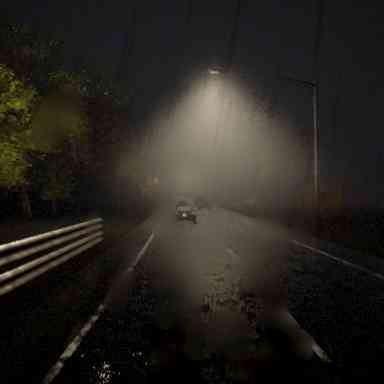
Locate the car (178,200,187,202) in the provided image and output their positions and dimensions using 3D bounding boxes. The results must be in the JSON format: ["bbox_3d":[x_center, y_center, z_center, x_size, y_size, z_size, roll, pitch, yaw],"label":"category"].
[{"bbox_3d":[-1.417,1.957,49.432,1.837,1.490,4.892,0,0,-2],"label":"car"}]

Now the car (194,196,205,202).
[{"bbox_3d":[1.571,1.784,61.065,2.150,2.045,5.566,0,0,-2],"label":"car"}]

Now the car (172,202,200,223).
[{"bbox_3d":[-0.667,1.828,28.361,1.994,1.385,4.181,0,-1,-2],"label":"car"}]

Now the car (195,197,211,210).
[{"bbox_3d":[1.929,1.980,51.032,1.812,1.442,4.674,0,0,-2],"label":"car"}]
